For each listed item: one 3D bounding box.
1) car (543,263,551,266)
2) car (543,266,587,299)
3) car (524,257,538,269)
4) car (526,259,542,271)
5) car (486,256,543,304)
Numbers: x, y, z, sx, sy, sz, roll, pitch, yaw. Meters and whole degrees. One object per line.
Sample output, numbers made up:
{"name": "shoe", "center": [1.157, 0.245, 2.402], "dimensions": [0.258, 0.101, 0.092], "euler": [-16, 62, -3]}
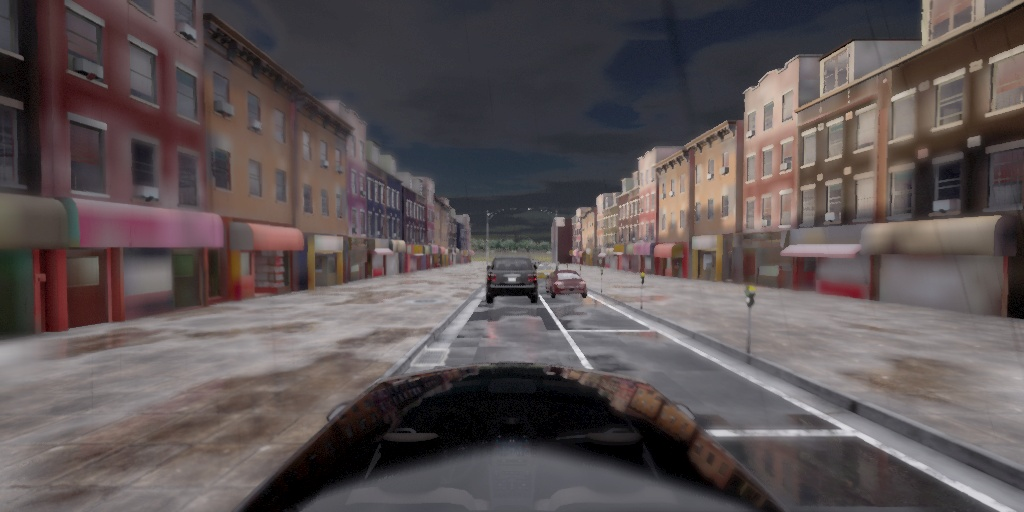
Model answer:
{"name": "car", "center": [2.637, 1.265, 29.023], "dimensions": [1.751, 1.417, 4.829], "euler": [0, 0, 0]}
{"name": "car", "center": [2.637, 1.325, 17.788], "dimensions": [1.802, 1.307, 4.207], "euler": [0, 0, 0]}
{"name": "car", "center": [2.989, 1.090, 57.093], "dimensions": [2.097, 1.767, 4.553], "euler": [0, 0, 0]}
{"name": "car", "center": [3.021, 1.241, 50.122], "dimensions": [1.837, 1.490, 4.892], "euler": [0, 0, 0]}
{"name": "car", "center": [0.000, 1.002, 16.532], "dimensions": [2.150, 2.045, 5.566], "euler": [0, 0, 0]}
